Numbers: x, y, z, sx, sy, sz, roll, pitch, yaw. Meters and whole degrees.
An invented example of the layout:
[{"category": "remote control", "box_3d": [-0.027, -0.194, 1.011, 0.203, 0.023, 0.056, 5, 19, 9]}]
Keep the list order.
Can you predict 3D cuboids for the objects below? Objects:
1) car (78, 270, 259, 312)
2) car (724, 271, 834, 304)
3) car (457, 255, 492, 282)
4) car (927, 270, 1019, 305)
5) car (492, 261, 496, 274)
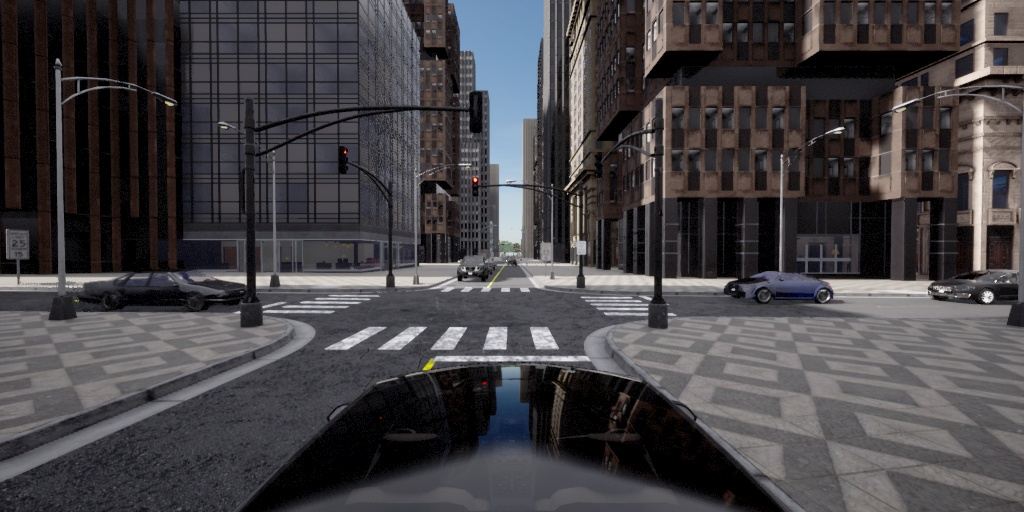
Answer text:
[{"category": "car", "box_3d": [-12.627, 1.225, 13.335, 5.357, 1.411, 2.033, 0, 1, 0]}, {"category": "car", "box_3d": [12.225, 1.388, 16.585, 4.181, 1.385, 1.994, 0, 1, 0]}, {"category": "car", "box_3d": [-3.117, 0.955, 29.549, 2.150, 2.045, 5.566, 0, 0, 0]}, {"category": "car", "box_3d": [22.306, 1.404, 16.609, 4.892, 1.490, 1.837, 0, 1, 0]}, {"category": "car", "box_3d": [-3.116, 1.287, 39.575, 1.994, 1.385, 4.181, 0, 0, 0]}]
